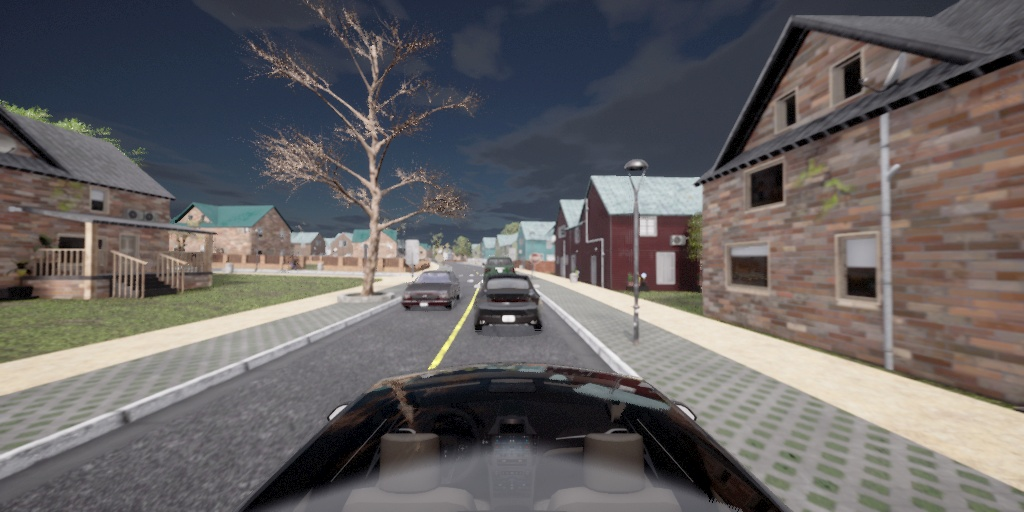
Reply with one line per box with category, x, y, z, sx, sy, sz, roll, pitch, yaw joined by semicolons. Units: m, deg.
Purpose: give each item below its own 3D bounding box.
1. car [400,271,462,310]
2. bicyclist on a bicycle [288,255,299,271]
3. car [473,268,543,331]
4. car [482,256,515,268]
car;-3.218;1.344;15.341;2.033;1.411;5.357;0;0;-3
bicyclist on a bicycle;-23.381;0.750;38.336;0.582;1.620;1.656;1;-1;5
car;-0.149;1.287;11.141;1.837;1.490;4.892;0;0;-2
car;-0.949;1.054;25.717;2.150;2.045;5.566;0;0;-4
